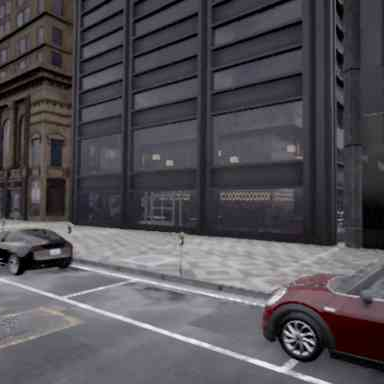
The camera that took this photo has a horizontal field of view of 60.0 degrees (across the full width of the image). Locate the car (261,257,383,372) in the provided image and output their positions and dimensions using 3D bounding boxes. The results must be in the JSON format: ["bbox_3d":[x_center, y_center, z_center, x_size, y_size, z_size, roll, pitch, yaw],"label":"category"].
[{"bbox_3d":[3.063,1.648,4.754,4.097,1.590,1.967,-1,-3,37],"label":"car"}]

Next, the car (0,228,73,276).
[{"bbox_3d":[-5.879,1.916,11.524,4.313,1.339,1.947,-1,-3,37],"label":"car"}]
